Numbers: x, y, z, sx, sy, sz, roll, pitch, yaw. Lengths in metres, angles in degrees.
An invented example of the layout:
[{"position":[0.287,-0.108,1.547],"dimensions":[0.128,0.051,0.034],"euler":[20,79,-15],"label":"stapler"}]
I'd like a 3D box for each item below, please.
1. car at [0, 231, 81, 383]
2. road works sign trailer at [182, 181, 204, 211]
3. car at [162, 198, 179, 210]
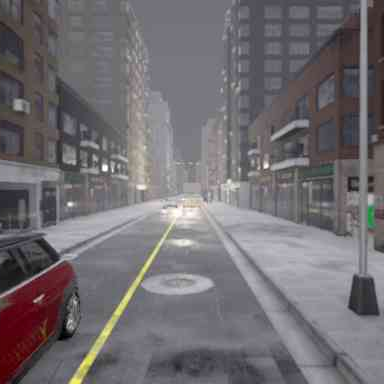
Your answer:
[{"position":[-2.852,1.355,3.500],"dimensions":[2.097,1.767,4.553],"euler":[0,0,0],"label":"car"},{"position":[-0.020,0.488,41.203],"dimensions":[2.380,3.560,2.880],"euler":[0,0,0],"label":"road works sign trailer"},{"position":[-2.856,1.550,44.561],"dimensions":[1.812,1.442,4.674],"euler":[0,0,0],"label":"car"}]
